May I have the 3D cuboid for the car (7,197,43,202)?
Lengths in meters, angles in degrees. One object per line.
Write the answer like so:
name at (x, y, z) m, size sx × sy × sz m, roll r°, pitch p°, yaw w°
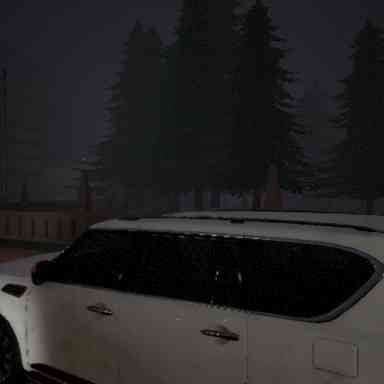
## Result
car at (-18.688, 1.582, 38.901) m, size 1.812 × 1.442 × 4.674 m, roll 0°, pitch 0°, yaw 21°

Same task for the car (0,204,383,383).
car at (-0.170, 1.221, 3.701) m, size 5.566 × 2.045 × 2.150 m, roll 0°, pitch 0°, yaw 31°

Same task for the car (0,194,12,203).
car at (-22.937, 1.275, 37.702) m, size 2.150 × 2.045 × 5.566 m, roll 0°, pitch 0°, yaw 22°
